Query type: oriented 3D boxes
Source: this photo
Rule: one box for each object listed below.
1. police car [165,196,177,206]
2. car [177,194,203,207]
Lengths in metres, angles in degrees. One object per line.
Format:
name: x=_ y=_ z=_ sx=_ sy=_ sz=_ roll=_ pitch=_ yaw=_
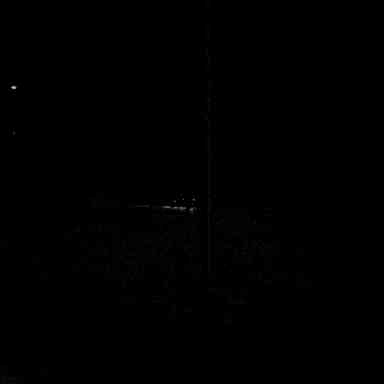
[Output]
police car: x=-1.740 y=1.193 z=46.693 sx=2.038 sy=1.542 sz=4.974 roll=0 pitch=0 yaw=35
car: x=0.556 y=1.049 z=44.447 sx=2.097 sy=1.767 sz=4.553 roll=0 pitch=0 yaw=35
